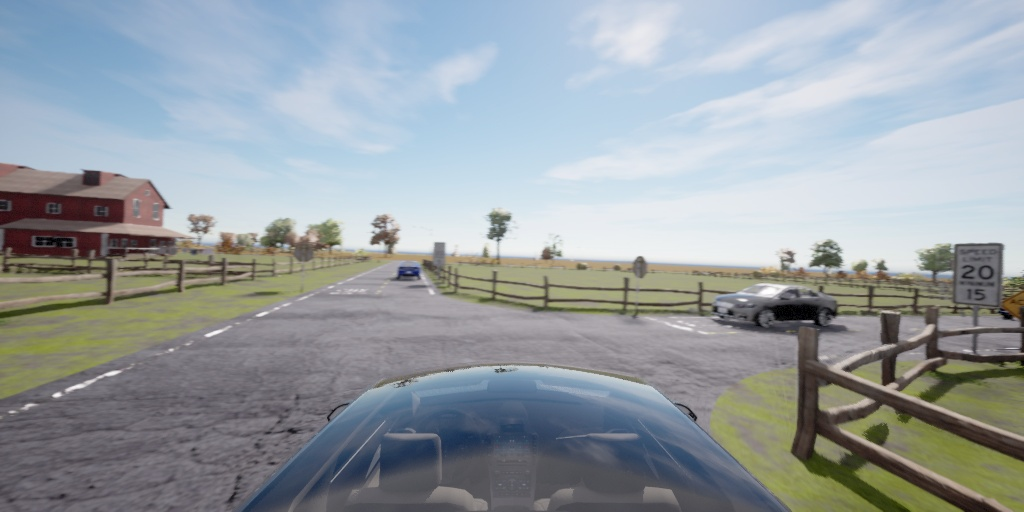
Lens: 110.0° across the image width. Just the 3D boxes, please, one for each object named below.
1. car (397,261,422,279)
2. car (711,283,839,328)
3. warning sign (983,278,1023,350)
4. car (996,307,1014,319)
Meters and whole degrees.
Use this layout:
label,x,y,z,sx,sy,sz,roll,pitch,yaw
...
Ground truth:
label,x,y,z,sx,sy,sz,roll,pitch,yaw
car,-8.972,1.170,31.298,1.882,1.535,5.008,3,-1,-16
car,10.074,1.830,13.789,4.902,1.511,2.128,3,0,-16
warning sign,13.596,1.608,9.296,1.060,1.860,1.300,0,0,-16
car,28.852,2.793,19.224,5.357,1.411,2.033,3,0,-16
